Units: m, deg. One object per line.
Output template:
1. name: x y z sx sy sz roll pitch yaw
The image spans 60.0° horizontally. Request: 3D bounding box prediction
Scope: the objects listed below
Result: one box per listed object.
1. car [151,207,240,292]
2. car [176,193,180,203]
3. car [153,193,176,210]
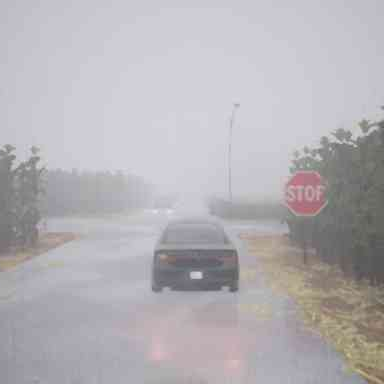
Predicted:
1. car: 0.038 1.405 8.829 1.882 1.535 5.008 0 1 -1
2. car: -3.151 0.880 56.987 2.097 1.767 4.553 0 1 1
3. car: -3.197 1.160 37.460 1.837 1.490 4.892 0 0 0
